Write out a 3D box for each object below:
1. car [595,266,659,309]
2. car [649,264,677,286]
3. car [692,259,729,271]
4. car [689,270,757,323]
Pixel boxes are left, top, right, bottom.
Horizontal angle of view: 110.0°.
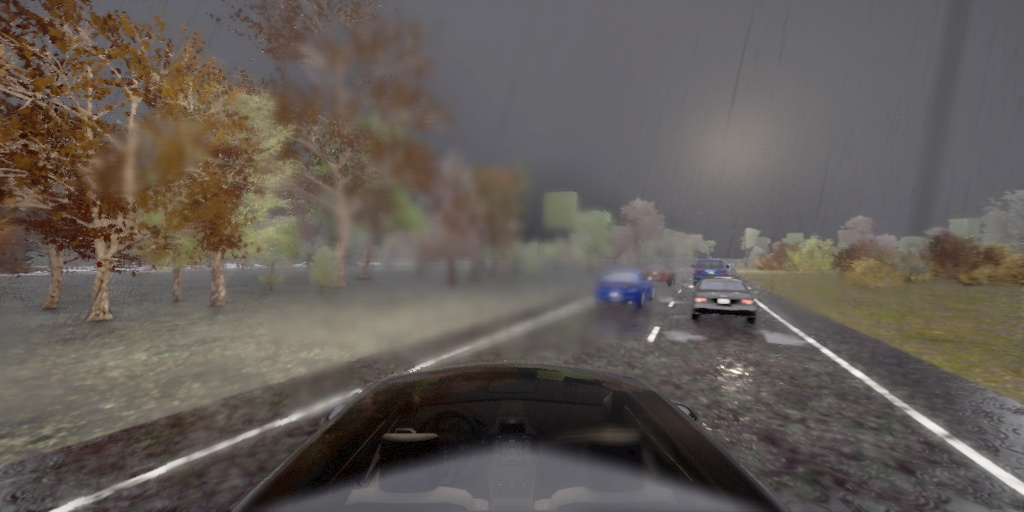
[{"bbox_3d":[5.163,1.380,16.007,1.882,1.535,5.008,0,0,28],"label":"car"},{"bbox_3d":[11.825,1.385,28.564,2.097,1.767,4.553,0,-1,29],"label":"car"},{"bbox_3d":[14.492,1.229,26.172,2.150,2.045,5.566,0,0,29],"label":"car"},{"bbox_3d":[7.457,1.413,12.880,2.033,1.411,5.357,0,-1,28],"label":"car"}]
